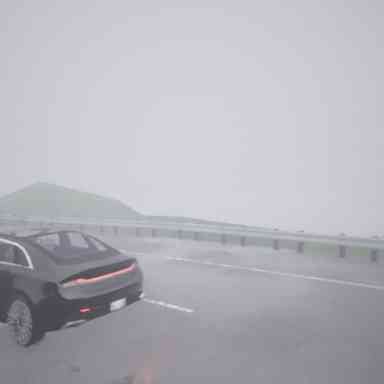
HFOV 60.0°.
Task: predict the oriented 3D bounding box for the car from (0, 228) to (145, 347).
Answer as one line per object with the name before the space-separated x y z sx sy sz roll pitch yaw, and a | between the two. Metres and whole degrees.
car | -3.112 1.445 6.230 4.902 1.511 2.128 0 1 33
